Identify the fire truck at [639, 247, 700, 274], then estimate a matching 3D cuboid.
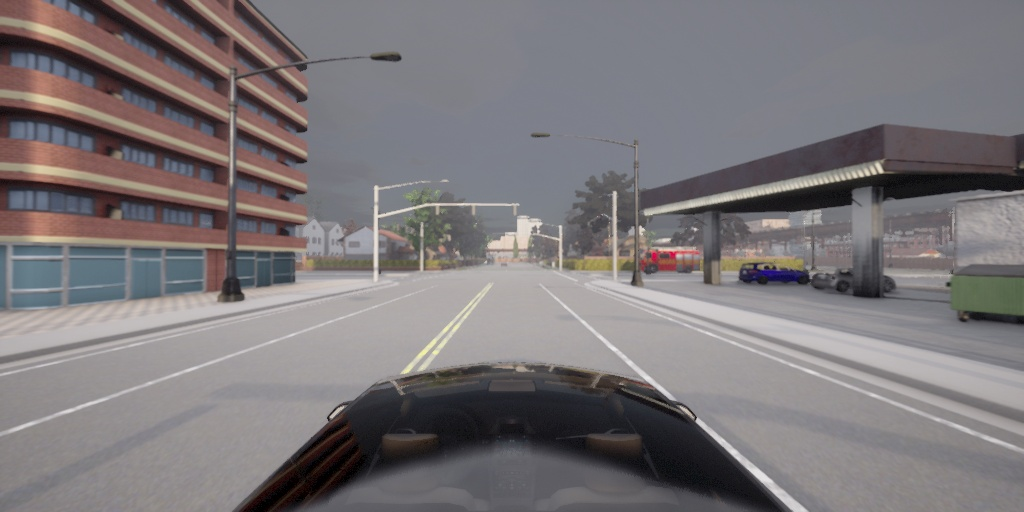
[{"bbox_3d":[22.712,0.673,52.522,8.468,3.827,2.891,0,-1,1],"label":"fire truck"}]
